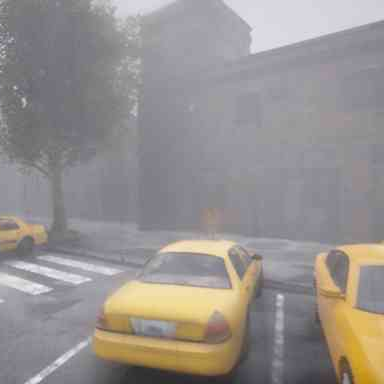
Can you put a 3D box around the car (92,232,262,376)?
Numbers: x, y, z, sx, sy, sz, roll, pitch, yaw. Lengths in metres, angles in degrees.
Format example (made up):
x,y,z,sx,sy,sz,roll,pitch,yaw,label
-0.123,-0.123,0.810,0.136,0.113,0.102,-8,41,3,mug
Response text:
x,y,z,sx,sy,sz,roll,pitch,yaw,label
0.262,1.508,6.124,1.946,1.575,5.366,0,-1,15,car

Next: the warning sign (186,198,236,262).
x,y,z,sx,sy,sz,roll,pitch,yaw,label
0.628,1.140,10.679,1.060,1.860,1.300,0,0,35,warning sign

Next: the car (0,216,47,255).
x,y,z,sx,sy,sz,roll,pitch,yaw,label
-7.176,1.482,11.000,1.946,1.575,5.366,1,-1,16,car

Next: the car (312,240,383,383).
x,y,z,sx,sy,sz,roll,pitch,yaw,label
2.671,1.487,4.219,2.097,1.535,5.008,0,-1,15,car
